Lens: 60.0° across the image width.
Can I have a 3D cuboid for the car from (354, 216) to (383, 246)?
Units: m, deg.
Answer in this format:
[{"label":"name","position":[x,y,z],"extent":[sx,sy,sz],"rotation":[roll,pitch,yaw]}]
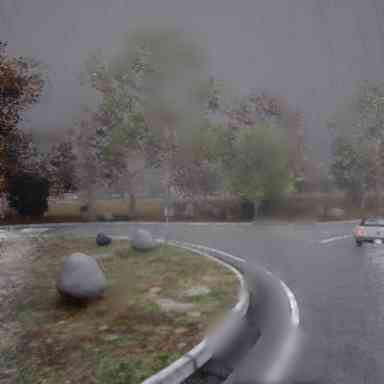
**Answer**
[{"label":"car","position":[8.877,1.766,15.386],"extent":[1.895,1.301,4.718],"rotation":[-1,-1,35]}]
